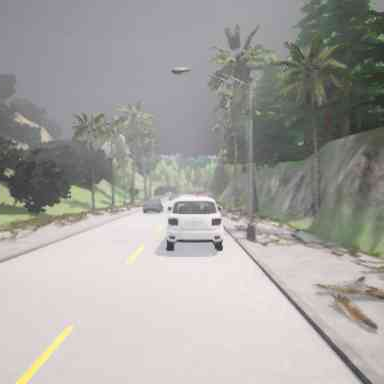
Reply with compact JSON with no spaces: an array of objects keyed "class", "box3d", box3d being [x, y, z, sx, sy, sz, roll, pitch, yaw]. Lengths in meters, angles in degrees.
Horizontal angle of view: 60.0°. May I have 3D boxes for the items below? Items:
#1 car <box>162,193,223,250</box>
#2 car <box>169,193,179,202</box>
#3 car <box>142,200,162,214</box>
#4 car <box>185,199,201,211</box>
[{"class":"car","box3d":[0.098,1.230,14.514,2.150,2.045,5.566,0,0,0]},{"class":"car","box3d":[-4.088,1.201,76.282,2.150,2.045,5.566,0,0,0]},{"class":"car","box3d":[-4.118,1.565,35.924,2.033,1.411,5.357,0,0,0]},{"class":"car","box3d":[0.067,1.622,41.819,1.895,1.301,4.718,0,0,0]}]
